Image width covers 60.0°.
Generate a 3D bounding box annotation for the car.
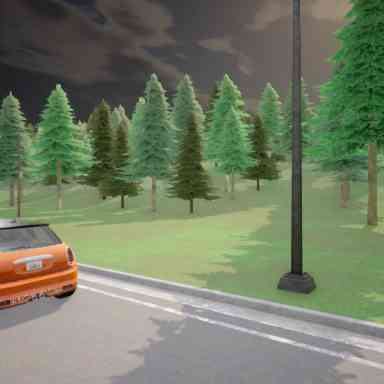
[{"bbox_3d":[-4.586,1.352,7.265,4.553,1.767,2.097,0,0,36],"label":"car"}]
